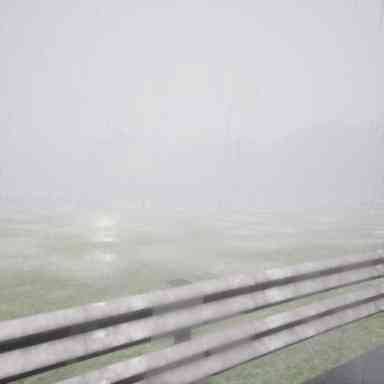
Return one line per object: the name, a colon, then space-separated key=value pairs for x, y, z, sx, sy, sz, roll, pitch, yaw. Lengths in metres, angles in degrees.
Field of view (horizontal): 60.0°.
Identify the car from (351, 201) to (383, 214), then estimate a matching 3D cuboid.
car: x=21.523 y=1.835 z=39.350 sx=4.902 sy=1.511 sz=2.128 roll=0 pitch=0 yaw=19
